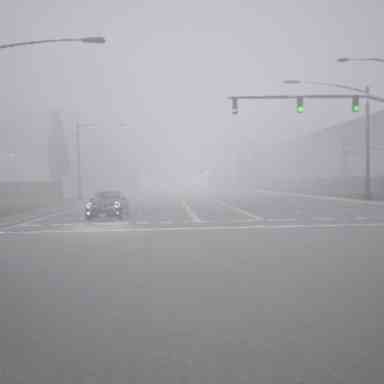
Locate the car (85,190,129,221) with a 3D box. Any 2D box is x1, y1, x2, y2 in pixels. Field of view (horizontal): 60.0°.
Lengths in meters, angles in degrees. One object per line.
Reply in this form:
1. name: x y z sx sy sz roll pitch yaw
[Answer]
1. car: -5.245 0.687 20.990 2.097 1.767 4.553 -1 2 -4
